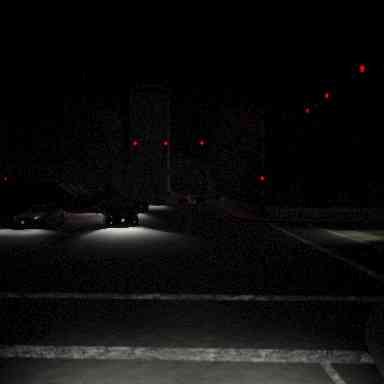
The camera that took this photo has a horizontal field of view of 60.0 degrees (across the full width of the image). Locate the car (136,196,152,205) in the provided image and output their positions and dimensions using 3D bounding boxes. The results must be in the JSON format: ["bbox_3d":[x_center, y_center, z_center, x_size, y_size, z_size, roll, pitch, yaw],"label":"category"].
[{"bbox_3d":[-8.919,1.557,61.781,2.033,1.411,5.357,0,0,2],"label":"car"}]

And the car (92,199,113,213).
[{"bbox_3d":[-9.572,1.531,37.030,1.812,1.442,4.674,0,0,1],"label":"car"}]

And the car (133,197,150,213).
[{"bbox_3d":[-6.061,1.607,37.423,1.895,1.301,4.718,0,0,1],"label":"car"}]

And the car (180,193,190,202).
[{"bbox_3d":[-1.542,1.193,74.789,2.097,1.767,4.553,0,0,1],"label":"car"}]

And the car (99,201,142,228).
[{"bbox_3d":[-4.929,1.567,22.540,1.994,1.385,4.181,0,0,-19],"label":"car"}]

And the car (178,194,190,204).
[{"bbox_3d":[-1.752,1.574,66.228,1.994,1.385,4.181,0,0,1],"label":"car"}]

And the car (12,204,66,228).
[{"bbox_3d":[-10.036,1.529,22.241,1.812,1.442,4.674,0,0,2],"label":"car"}]

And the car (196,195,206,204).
[{"bbox_3d":[1.731,1.515,65.516,1.837,1.490,4.892,0,0,1],"label":"car"}]

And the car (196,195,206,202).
[{"bbox_3d":[1.958,1.363,74.733,2.128,1.511,4.902,0,0,1],"label":"car"}]

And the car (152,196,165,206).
[{"bbox_3d":[-5.590,1.500,56.020,2.128,1.511,4.902,0,0,2],"label":"car"}]
